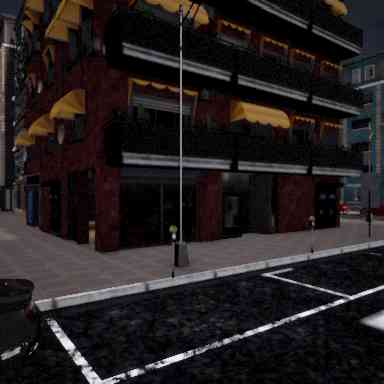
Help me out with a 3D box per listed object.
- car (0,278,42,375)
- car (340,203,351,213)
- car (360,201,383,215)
[{"bbox_3d":[-3.914,1.550,3.306,4.403,1.369,2.008,0,0,-36],"label":"car"},{"bbox_3d":[16.355,1.843,38.827,1.802,1.307,4.206,-1,0,-35],"label":"car"},{"bbox_3d":[19.544,1.633,34.288,1.967,1.590,4.097,-1,0,-35],"label":"car"}]
